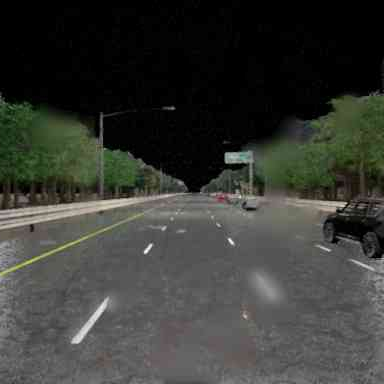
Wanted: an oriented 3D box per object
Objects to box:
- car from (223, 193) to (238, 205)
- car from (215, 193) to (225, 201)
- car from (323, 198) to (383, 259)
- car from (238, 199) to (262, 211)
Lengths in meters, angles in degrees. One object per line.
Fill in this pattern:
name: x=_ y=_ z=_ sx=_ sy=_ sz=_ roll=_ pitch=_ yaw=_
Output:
car: x=7.232 y=1.488 z=59.634 sx=2.128 sy=1.511 sz=4.902 roll=0 pitch=0 yaw=0
car: x=7.384 y=1.201 z=79.690 sx=2.150 sy=2.045 sz=5.566 roll=0 pitch=0 yaw=0
car: x=7.018 y=1.225 z=12.698 sx=2.150 sy=2.045 sz=5.566 roll=0 pitch=0 yaw=0
car: x=7.113 y=1.573 z=39.884 sx=1.994 sy=1.385 sz=4.181 roll=0 pitch=0 yaw=0
